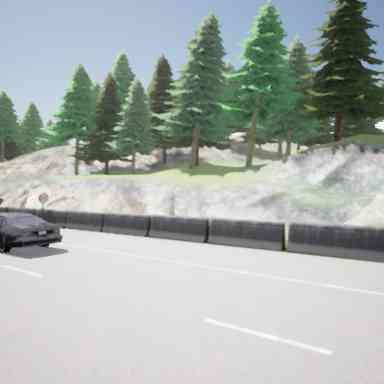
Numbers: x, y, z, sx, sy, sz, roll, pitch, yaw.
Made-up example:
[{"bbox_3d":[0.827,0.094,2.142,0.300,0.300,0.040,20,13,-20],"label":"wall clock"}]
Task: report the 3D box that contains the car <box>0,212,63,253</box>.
[{"bbox_3d":[-7.537,1.546,13.675,5.357,1.411,2.033,0,0,36],"label":"car"}]
